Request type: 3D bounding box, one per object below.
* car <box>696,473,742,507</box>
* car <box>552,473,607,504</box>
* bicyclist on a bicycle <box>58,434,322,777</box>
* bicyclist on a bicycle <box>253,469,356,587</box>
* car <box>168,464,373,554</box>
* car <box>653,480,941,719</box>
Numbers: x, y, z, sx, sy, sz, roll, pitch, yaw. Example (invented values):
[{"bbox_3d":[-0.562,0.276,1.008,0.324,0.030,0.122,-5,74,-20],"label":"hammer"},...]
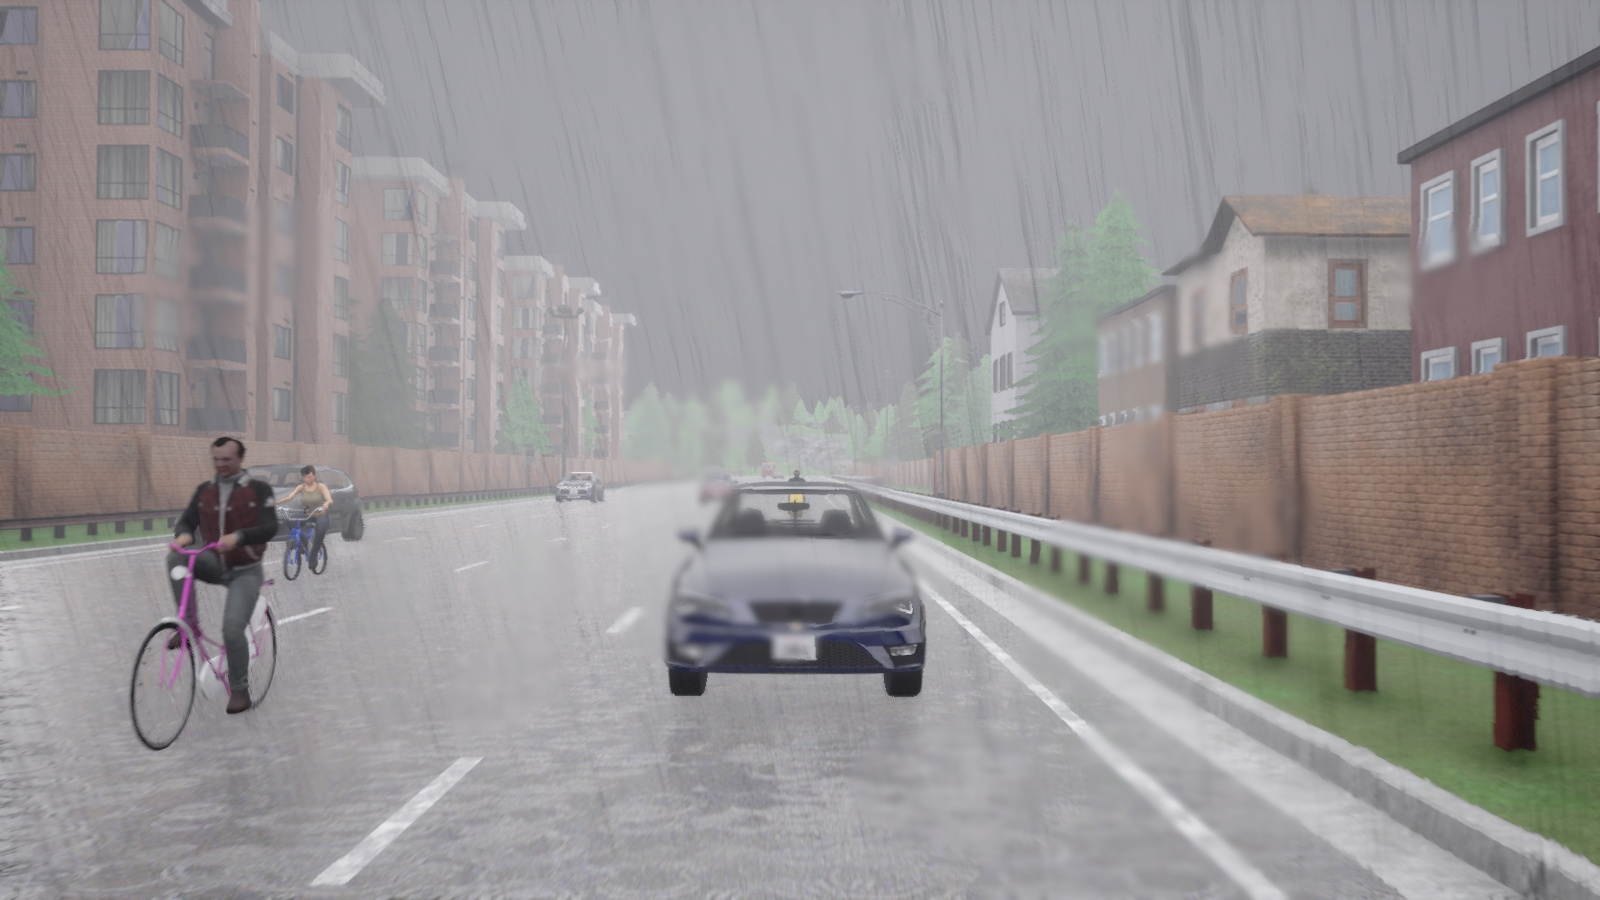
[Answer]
[{"bbox_3d":[-3.638,1.796,56.917,1.845,1.501,3.633,0,-1,0],"label":"car"},{"bbox_3d":[-10.647,1.841,60.862,1.970,1.475,3.806,0,-1,0],"label":"car"},{"bbox_3d":[-3.519,0.824,7.446,0.659,1.776,1.843,0,-1,0],"label":"bicyclist on a bicycle"},{"bbox_3d":[-7.039,1.079,17.922,0.866,1.612,1.509,0,-1,0],"label":"bicyclist on a bicycle"},{"bbox_3d":[-10.562,1.128,25.503,2.242,1.667,4.611,0,-1,0],"label":"car"},{"bbox_3d":[-0.024,0.997,10.058,1.816,1.474,4.193,0,-1,0],"label":"car"}]
